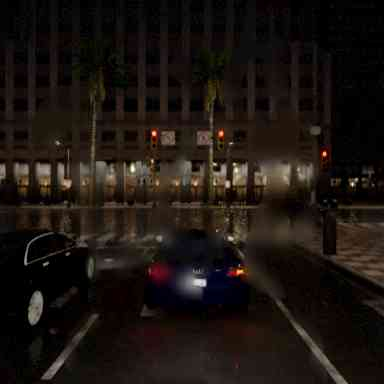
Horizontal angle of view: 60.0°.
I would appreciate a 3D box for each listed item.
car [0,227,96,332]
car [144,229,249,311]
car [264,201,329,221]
[{"bbox_3d":[-3.419,1.488,6.784,1.837,1.490,4.892,0,0,0],"label":"car"},{"bbox_3d":[0.087,1.544,7.788,1.994,1.385,4.181,0,0,0],"label":"car"},{"bbox_3d":[8.198,1.460,26.238,4.892,1.490,1.837,0,0,0],"label":"car"}]
